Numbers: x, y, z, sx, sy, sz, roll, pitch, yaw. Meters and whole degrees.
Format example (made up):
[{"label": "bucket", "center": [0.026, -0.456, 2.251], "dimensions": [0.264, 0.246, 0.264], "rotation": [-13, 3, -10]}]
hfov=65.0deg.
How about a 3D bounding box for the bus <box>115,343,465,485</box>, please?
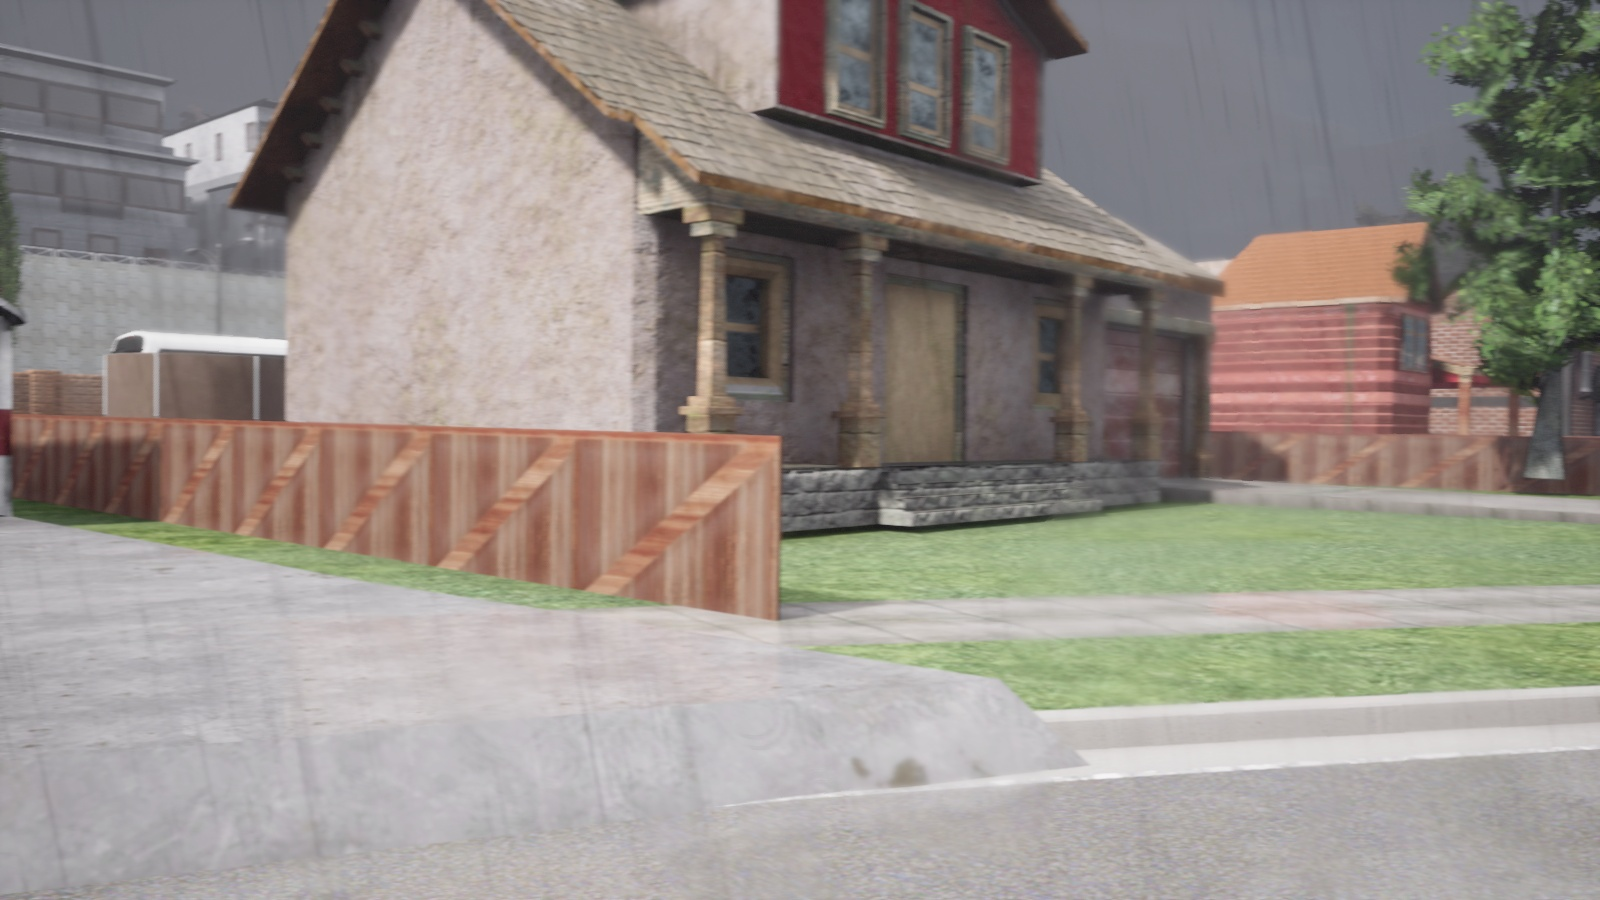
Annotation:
[{"label": "bus", "center": [-17.009, -1.189, 42.759], "dimensions": [3.944, 4.253, 10.273], "rotation": [0, 1, 43]}]
